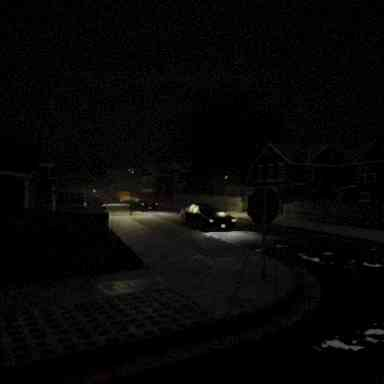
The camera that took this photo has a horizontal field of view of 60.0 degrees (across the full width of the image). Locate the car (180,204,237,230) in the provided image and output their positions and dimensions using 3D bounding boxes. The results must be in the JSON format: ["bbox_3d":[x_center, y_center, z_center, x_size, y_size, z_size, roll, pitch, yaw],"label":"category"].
[{"bbox_3d":[0.809,1.451,20.745,2.033,1.411,5.357,1,0,-20],"label":"car"}]

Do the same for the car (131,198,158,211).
[{"bbox_3d":[-5.203,1.312,36.138,1.895,1.301,4.718,1,0,-24],"label":"car"}]

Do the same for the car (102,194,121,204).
[{"bbox_3d":[-12.384,1.044,50.884,1.994,1.385,4.181,1,0,-30],"label":"car"}]
